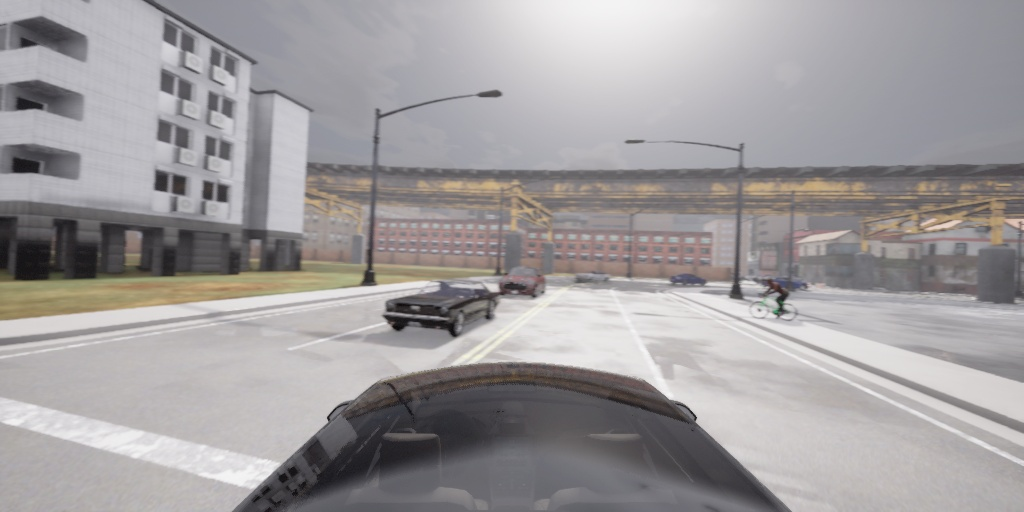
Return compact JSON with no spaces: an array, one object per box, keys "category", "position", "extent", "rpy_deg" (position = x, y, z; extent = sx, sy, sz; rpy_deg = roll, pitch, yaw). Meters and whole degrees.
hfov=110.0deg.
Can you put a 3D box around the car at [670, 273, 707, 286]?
[{"category":"car","position":[21.478,2.839,43.688],"extent":[4.674,1.442,1.812],"rpy_deg":[3,-1,-18]}]

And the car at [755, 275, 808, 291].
[{"category":"car","position":[33.835,3.383,44.621],"extent":[5.008,1.535,1.882],"rpy_deg":[3,-1,7]}]

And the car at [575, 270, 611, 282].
[{"category":"car","position":[9.185,2.298,40.747],"extent":[4.718,1.301,1.895],"rpy_deg":[3,-1,-44]}]

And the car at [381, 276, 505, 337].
[{"category":"car","position":[-1.826,1.382,10.750],"extent":[1.895,1.301,4.718],"rpy_deg":[3,-1,13]}]

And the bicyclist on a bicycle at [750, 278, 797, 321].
[{"category":"bicyclist on a bicycle","position":[10.246,1.694,14.043],"extent":[1.656,1.620,0.582],"rpy_deg":[2,-1,13]}]

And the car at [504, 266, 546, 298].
[{"category":"car","position":[0.699,1.390,21.193],"extent":[2.097,1.767,4.553],"rpy_deg":[2,-1,14]}]
